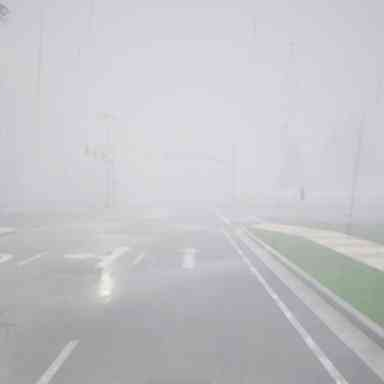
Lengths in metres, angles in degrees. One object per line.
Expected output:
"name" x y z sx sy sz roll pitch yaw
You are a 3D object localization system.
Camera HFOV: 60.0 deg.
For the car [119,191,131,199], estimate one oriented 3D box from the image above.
"car" -18.326 0.775 91.299 2.150 2.045 5.566 0 0 1
